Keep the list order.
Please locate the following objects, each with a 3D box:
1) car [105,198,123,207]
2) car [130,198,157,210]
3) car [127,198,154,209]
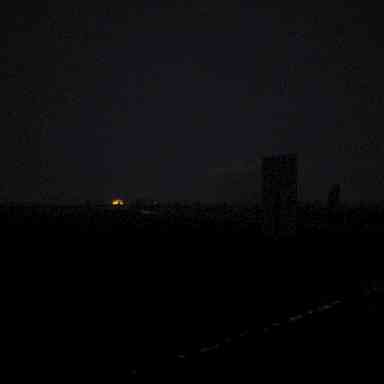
[{"bbox_3d":[-13.964,1.815,59.472,1.882,1.535,5.008,1,-1,-36],"label":"car"},{"bbox_3d":[-6.339,1.560,43.996,2.097,1.767,4.553,1,-1,-35],"label":"car"},{"bbox_3d":[-7.893,1.771,51.097,2.128,1.511,4.902,1,-1,-35],"label":"car"}]
